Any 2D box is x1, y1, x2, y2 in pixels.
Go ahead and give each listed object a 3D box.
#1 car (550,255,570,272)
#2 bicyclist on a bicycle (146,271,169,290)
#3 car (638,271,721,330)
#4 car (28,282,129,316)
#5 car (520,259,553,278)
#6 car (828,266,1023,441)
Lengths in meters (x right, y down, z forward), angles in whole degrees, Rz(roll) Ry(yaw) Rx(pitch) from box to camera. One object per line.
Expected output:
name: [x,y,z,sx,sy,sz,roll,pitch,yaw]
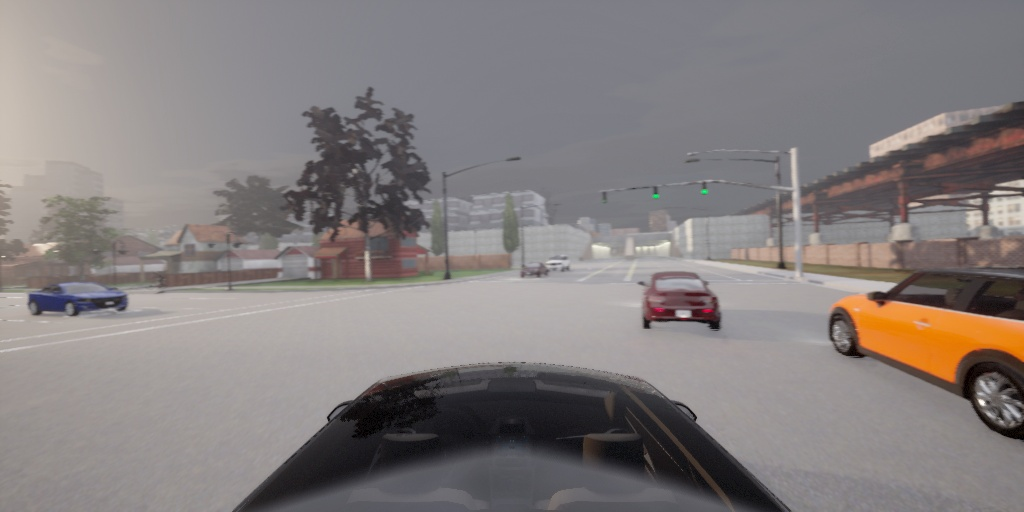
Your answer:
car: [5.861,0.914,45.406,2.150,2.045,5.566,-2,0,20]
bicyclist on a bicycle: [-31.694,2.175,32.058,0.582,1.620,1.656,-2,0,18]
car: [4.746,1.157,10.503,1.812,1.442,4.674,-2,0,20]
car: [-21.334,2.034,17.659,5.008,1.535,1.882,-2,0,18]
car: [2.280,1.316,35.303,1.812,1.442,4.674,-2,0,20]
car: [6.435,0.904,4.825,2.097,1.767,4.553,-2,0,20]
